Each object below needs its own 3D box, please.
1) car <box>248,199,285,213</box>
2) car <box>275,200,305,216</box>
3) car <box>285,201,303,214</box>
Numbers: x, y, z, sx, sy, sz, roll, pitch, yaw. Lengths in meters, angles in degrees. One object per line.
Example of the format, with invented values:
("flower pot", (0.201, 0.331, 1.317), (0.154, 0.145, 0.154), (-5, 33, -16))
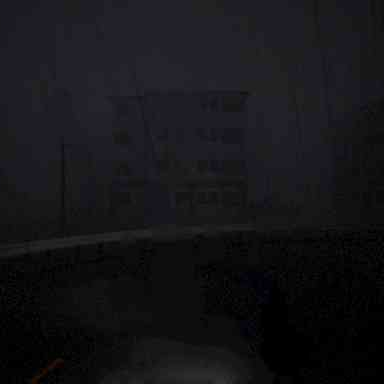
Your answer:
("car", (8.084, 1.496, 37.046), (3.633, 1.501, 1.845), (0, 0, 11))
("car", (10.883, 1.740, 36.721), (2.038, 1.542, 4.974), (0, 0, 30))
("car", (10.858, 1.583, 36.676), (1.853, 1.218, 4.536), (0, 0, 30))
